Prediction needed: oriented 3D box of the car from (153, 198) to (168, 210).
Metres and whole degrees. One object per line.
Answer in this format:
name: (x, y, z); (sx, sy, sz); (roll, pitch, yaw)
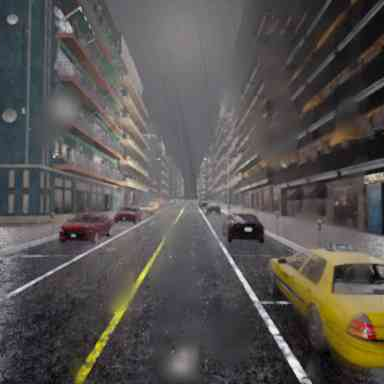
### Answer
car: (-5.369, 1.913, 51.181); (2.192, 1.841, 5.009); (2, -1, 0)

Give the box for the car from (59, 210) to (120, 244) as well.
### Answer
car: (-5.318, 1.748, 17.195); (1.887, 1.381, 4.507); (2, -1, 0)

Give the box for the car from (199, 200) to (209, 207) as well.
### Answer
car: (2.472, 2.376, 68.176); (1.802, 1.307, 4.206); (2, -1, 0)

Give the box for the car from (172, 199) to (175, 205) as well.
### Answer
car: (-5.435, 2.536, 84.988); (1.752, 1.417, 4.829); (2, -1, 0)

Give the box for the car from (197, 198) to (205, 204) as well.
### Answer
car: (2.436, 2.519, 90.833); (1.967, 1.590, 4.097); (2, -1, 0)

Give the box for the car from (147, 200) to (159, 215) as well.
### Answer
car: (-5.357, 1.988, 39.680); (1.752, 1.417, 4.829); (2, -1, 0)

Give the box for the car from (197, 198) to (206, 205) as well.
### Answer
car: (2.446, 2.446, 85.168); (1.967, 1.590, 4.097); (2, -1, 0)

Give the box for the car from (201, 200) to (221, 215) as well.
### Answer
car: (2.522, 2.008, 39.858); (2.008, 1.369, 4.403); (2, -1, 0)

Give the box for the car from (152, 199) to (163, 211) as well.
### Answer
car: (-5.367, 2.055, 45.344); (1.752, 1.417, 4.829); (2, -1, 0)

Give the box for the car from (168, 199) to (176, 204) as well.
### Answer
car: (-5.446, 2.631, 90.823); (1.887, 1.381, 4.507); (2, -1, 0)

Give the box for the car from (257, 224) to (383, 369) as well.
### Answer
car: (2.582, 1.594, 6.045); (1.752, 1.417, 4.829); (2, -1, 0)

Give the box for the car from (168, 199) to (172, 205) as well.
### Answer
car: (-5.397, 2.283, 62.506); (2.008, 1.369, 4.403); (2, -1, 0)

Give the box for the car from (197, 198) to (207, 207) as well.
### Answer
car: (2.482, 2.291, 62.514); (1.947, 1.339, 4.313); (2, -1, 0)

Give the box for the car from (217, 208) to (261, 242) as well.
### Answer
car: (2.561, 1.762, 17.203); (1.947, 1.339, 4.313); (2, -1, 0)

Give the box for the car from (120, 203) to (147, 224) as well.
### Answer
car: (-5.338, 1.877, 28.523); (1.887, 1.381, 4.507); (2, -1, 0)

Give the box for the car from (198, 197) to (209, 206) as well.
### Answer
car: (2.470, 2.178, 73.844); (2.192, 1.841, 5.009); (2, -1, 0)
